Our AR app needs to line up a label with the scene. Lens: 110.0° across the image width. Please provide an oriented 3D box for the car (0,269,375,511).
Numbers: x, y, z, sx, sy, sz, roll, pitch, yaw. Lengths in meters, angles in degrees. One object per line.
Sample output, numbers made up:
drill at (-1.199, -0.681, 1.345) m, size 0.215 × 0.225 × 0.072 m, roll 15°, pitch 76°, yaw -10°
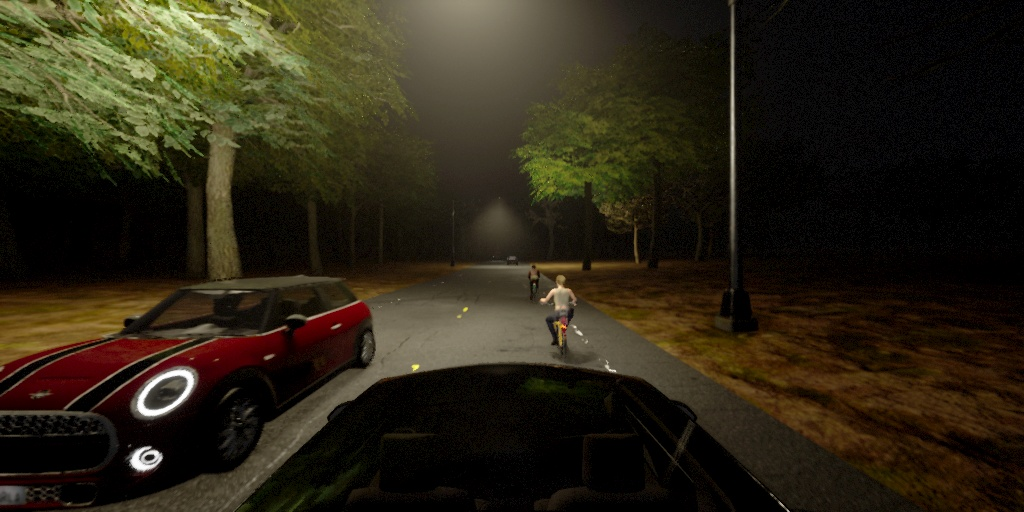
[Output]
car at (-3.600, 1.108, 4.788) m, size 2.097 × 1.767 × 4.553 m, roll 0°, pitch 0°, yaw 0°

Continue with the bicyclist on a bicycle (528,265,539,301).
bicyclist on a bicycle at (0.963, 1.216, 15.611) m, size 0.582 × 1.620 × 1.656 m, roll 0°, pitch 0°, yaw 0°

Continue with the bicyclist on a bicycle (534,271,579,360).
bicyclist on a bicycle at (0.994, 1.198, 7.428) m, size 0.866 × 1.612 × 1.509 m, roll 0°, pitch 0°, yaw 0°

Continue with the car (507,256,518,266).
car at (0.093, 0.859, 62.623) m, size 2.128 × 1.511 × 4.902 m, roll 0°, pitch 1°, yaw 0°
